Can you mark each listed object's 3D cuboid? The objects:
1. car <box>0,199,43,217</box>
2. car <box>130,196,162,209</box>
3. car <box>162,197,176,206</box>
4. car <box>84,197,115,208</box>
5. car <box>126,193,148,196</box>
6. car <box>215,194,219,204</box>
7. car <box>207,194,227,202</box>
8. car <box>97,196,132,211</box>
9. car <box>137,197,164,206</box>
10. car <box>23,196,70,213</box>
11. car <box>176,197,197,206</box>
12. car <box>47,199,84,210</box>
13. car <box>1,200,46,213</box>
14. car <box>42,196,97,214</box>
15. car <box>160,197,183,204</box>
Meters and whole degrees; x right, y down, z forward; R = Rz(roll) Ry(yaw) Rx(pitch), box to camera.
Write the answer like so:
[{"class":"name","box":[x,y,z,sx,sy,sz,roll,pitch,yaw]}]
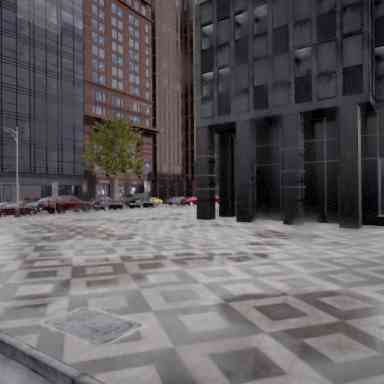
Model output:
[{"class":"car","box":[-16.063,1.577,29.876,1.802,1.307,4.206,-1,0,35]},{"class":"car","box":[-6.440,1.510,43.788,1.947,1.339,4.313,-1,0,35]},{"class":"car","box":[-2.033,1.497,54.758,2.033,1.411,5.357,-1,0,35]},{"class":"car","box":[-13.450,1.486,48.642,1.967,1.590,4.097,-1,0,35]},{"class":"car","box":[-8.833,1.225,50.453,2.150,2.045,5.566,-1,0,35]},{"class":"car","box":[3.181,1.223,57.703,2.192,1.841,5.009,-1,0,35]},{"class":"car","box":[5.799,1.297,76.472,2.192,1.841,5.009,-1,0,35]},{"class":"car","box":[-9.648,1.526,39.152,1.947,1.339,4.313,-1,0,35]},{"class":"car","box":[-7.129,1.546,57.778,1.752,1.417,4.829,-1,0,35]},{"class":"car","box":[-16.879,1.393,38.843,2.097,1.767,4.553,-1,0,35]},{"class":"car","box":[-0.025,1.463,53.064,1.887,1.381,4.507,-1,0,35]},{"class":"car","box":[-16.656,1.643,44.004,1.802,1.307,4.206,-1,0,35]},{"class":"car","box":[-19.864,1.644,39.366,1.947,1.339,4.313,-1,0,35]},{"class":"car","box":[-12.857,1.291,34.515,2.192,1.841,5.009,-1,0,35]},{"class":"car","box":[-3.824,1.575,62.557,1.947,1.339,4.313,-1,0,35]}]
